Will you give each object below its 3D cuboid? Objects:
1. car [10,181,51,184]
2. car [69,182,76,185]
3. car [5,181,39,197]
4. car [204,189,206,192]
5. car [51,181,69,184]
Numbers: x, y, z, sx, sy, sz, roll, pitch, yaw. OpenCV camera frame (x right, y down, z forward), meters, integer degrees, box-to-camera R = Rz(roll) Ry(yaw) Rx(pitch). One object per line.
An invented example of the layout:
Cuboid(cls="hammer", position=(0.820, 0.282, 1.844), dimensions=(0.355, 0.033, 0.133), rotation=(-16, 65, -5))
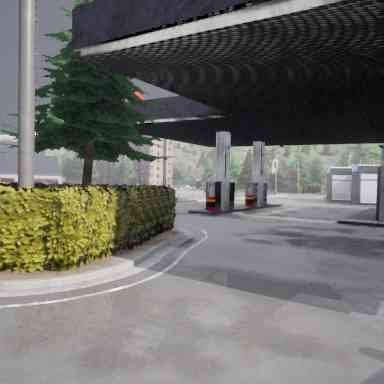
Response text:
Cuboid(cls="car", position=(-17.226, -0.176, 35.203), dimensions=(3.866, 1.878, 1.905), rotation=(2, 2, 35))
Cuboid(cls="car", position=(-25.437, -1.281, 68.059), dimensions=(4.605, 1.855, 1.932), rotation=(2, 2, 35))
Cuboid(cls="car", position=(-21.759, -0.462, 42.420), dimensions=(4.605, 1.855, 1.932), rotation=(2, 2, 35))
Cuboid(cls="car", position=(4.889, -0.326, 65.595), dimensions=(5.027, 1.636, 2.152), rotation=(2, 2, 35))
Cuboid(cls="car", position=(-26.774, -1.255, 65.447), dimensions=(3.866, 1.878, 1.905), rotation=(2, 2, 35))
